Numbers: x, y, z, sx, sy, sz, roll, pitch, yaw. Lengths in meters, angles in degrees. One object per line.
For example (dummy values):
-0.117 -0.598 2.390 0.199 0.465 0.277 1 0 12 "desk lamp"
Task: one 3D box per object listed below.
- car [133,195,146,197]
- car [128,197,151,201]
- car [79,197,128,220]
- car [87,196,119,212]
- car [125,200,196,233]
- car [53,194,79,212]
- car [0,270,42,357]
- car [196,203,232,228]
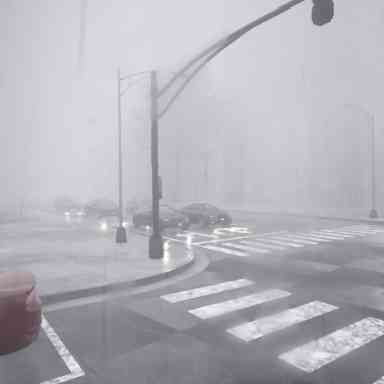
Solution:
-7.064 1.135 44.030 1.812 1.442 4.674 -1 1 -36 "car"
-4.179 1.385 28.475 1.994 1.385 4.181 -1 1 -35 "car"
-7.413 1.338 27.398 1.882 1.535 5.008 -1 1 -35 "car"
-9.813 1.269 36.369 1.812 1.442 4.674 -1 1 -36 "car"
-1.990 1.462 19.807 1.812 1.442 4.674 -1 1 -35 "car"
-13.586 1.322 36.052 2.033 1.411 5.357 -1 1 -36 "car"
-4.144 1.545 3.702 4.507 1.381 1.887 0 -1 -36 "car"
0.676 1.454 21.665 1.994 1.385 4.181 -1 1 -36 "car"
